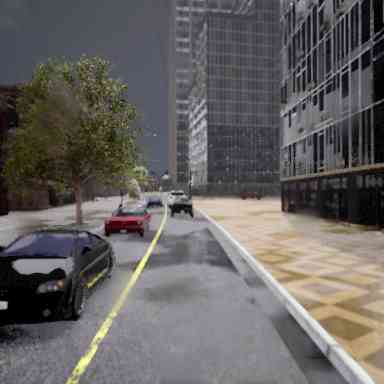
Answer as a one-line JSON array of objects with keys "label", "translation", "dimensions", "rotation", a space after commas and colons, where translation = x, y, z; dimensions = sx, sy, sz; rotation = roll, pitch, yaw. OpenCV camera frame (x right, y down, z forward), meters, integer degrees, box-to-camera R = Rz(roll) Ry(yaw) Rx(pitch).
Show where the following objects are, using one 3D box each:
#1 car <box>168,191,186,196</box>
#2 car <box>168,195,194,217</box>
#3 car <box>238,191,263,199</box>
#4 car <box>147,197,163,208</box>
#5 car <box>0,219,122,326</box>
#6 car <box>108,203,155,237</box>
[{"label": "car", "translation": [-2.005, 0.865, 43.863], "dimensions": [2.150, 2.045, 5.566], "rotation": [0, 0, -4]}, {"label": "car", "translation": [-0.871, 1.275, 28.364], "dimensions": [1.837, 1.490, 4.892], "rotation": [0, 0, -3]}, {"label": "car", "translation": [11.850, 0.647, 67.270], "dimensions": [5.009, 1.841, 2.192], "rotation": [0, -1, 13]}, {"label": "car", "translation": [-4.619, 1.260, 41.910], "dimensions": [1.895, 1.301, 4.718], "rotation": [0, 0, -5]}, {"label": "car", "translation": [-2.945, 1.508, 7.012], "dimensions": [1.994, 1.385, 4.181], "rotation": [0, 0, -1]}, {"label": "car", "translation": [-3.211, 1.462, 17.374], "dimensions": [1.895, 1.301, 4.718], "rotation": [0, 0, -2]}]
